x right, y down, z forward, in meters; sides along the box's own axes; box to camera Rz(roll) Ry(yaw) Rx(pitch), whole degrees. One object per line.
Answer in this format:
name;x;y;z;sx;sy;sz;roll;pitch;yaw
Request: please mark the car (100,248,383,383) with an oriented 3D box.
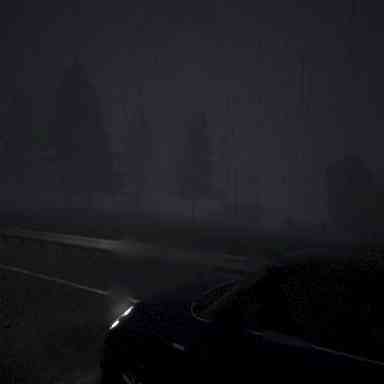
car;1.226;1.352;3.126;4.553;1.767;2.097;0;0;35
